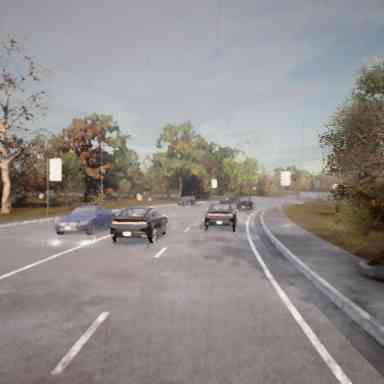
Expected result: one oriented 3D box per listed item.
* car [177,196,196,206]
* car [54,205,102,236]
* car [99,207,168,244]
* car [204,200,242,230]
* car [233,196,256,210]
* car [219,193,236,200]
[{"bbox_3d":[-0.780,1.436,52.690,1.837,1.490,4.892,0,0,20],"label":"car"},{"bbox_3d":[-5.727,1.486,18.424,1.812,1.442,4.674,0,0,8],"label":"car"},{"bbox_3d":[-2.345,1.468,15.776,2.128,1.511,4.902,0,0,6],"label":"car"},{"bbox_3d":[1.882,1.479,20.858,2.128,1.511,4.902,0,0,9],"label":"car"},{"bbox_3d":[6.816,1.492,41.942,1.837,1.490,4.892,0,0,17],"label":"car"},{"bbox_3d":[6.755,1.237,61.932,2.150,2.045,5.566,0,0,24],"label":"car"}]
